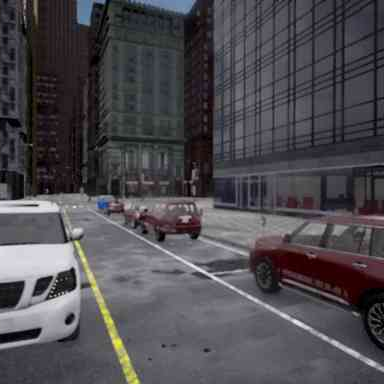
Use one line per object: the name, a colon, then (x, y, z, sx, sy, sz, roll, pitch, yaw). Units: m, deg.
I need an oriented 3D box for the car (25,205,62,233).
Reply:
car: (-9.180, 1.597, 20.825, 1.895, 1.301, 4.718, 0, 0, -22)

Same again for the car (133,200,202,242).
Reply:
car: (-1.190, 1.323, 16.713, 2.192, 1.841, 5.009, 0, 0, -22)

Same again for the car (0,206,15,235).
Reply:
car: (-11.214, 1.575, 18.733, 1.802, 1.307, 4.206, 0, 0, -22)

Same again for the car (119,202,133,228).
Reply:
car: (-3.318, 1.446, 21.946, 1.967, 1.590, 4.097, 0, 0, -22)

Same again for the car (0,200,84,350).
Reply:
car: (-3.410, 1.222, 6.376, 2.150, 2.045, 5.566, 0, 0, -22)

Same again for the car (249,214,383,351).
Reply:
car: (3.065, 1.324, 6.248, 2.192, 1.841, 5.009, 0, 0, -22)

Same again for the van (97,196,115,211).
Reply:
van: (-9.701, 1.331, 37.644, 1.690, 1.788, 3.998, 0, 0, -22)

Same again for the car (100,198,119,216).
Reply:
car: (-7.573, 1.579, 32.412, 1.802, 1.307, 4.206, 0, 0, -22)

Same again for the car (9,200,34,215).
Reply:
car: (-17.598, 1.543, 34.432, 1.947, 1.339, 4.313, 0, 0, -22)
